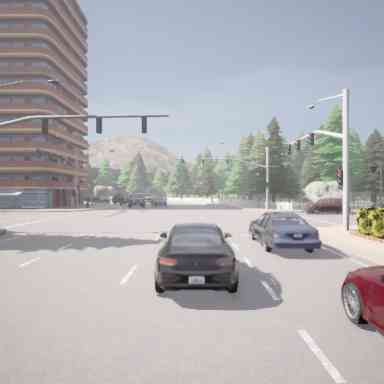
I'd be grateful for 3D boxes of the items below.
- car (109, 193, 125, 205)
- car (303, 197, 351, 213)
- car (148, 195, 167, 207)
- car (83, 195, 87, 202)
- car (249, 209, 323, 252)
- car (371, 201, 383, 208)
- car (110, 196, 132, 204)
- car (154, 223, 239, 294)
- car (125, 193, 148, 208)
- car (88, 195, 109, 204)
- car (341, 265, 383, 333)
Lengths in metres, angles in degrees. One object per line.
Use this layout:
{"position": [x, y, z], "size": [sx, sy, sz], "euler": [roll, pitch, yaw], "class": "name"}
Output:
{"position": [-12.120, 1.228, 58.331], "size": [2.150, 2.045, 5.566], "euler": [0, 0, -31], "class": "car"}
{"position": [14.113, 1.412, 35.029], "size": [4.553, 1.767, 2.097], "euler": [0, 0, 1], "class": "car"}
{"position": [-5.051, 1.511, 50.631], "size": [1.837, 1.490, 4.892], "euler": [0, 0, -17], "class": "car"}
{"position": [-22.577, 1.509, 73.800], "size": [4.892, 1.490, 1.837], "euler": [0, 0, 31], "class": "car"}
{"position": [3.655, 1.549, 13.922], "size": [2.033, 1.411, 5.357], "euler": [0, 0, 1], "class": "car"}
{"position": [19.913, 1.281, 31.464], "size": [5.566, 2.045, 2.150], "euler": [0, 0, 0], "class": "car"}
{"position": [-14.508, 1.499, 67.496], "size": [2.128, 1.511, 4.902], "euler": [0, 0, -44], "class": "car"}
{"position": [0.104, 1.527, 8.709], "size": [1.812, 1.442, 4.674], "euler": [0, 0, 0], "class": "car"}
{"position": [-8.206, 1.227, 48.730], "size": [2.150, 2.045, 5.566], "euler": [0, 0, -14], "class": "car"}
{"position": [-18.221, 1.360, 66.164], "size": [4.553, 1.767, 2.097], "euler": [0, 0, 44], "class": "car"}
{"position": [3.601, 1.526, 4.129], "size": [1.812, 1.442, 4.674], "euler": [0, 0, 1], "class": "car"}
